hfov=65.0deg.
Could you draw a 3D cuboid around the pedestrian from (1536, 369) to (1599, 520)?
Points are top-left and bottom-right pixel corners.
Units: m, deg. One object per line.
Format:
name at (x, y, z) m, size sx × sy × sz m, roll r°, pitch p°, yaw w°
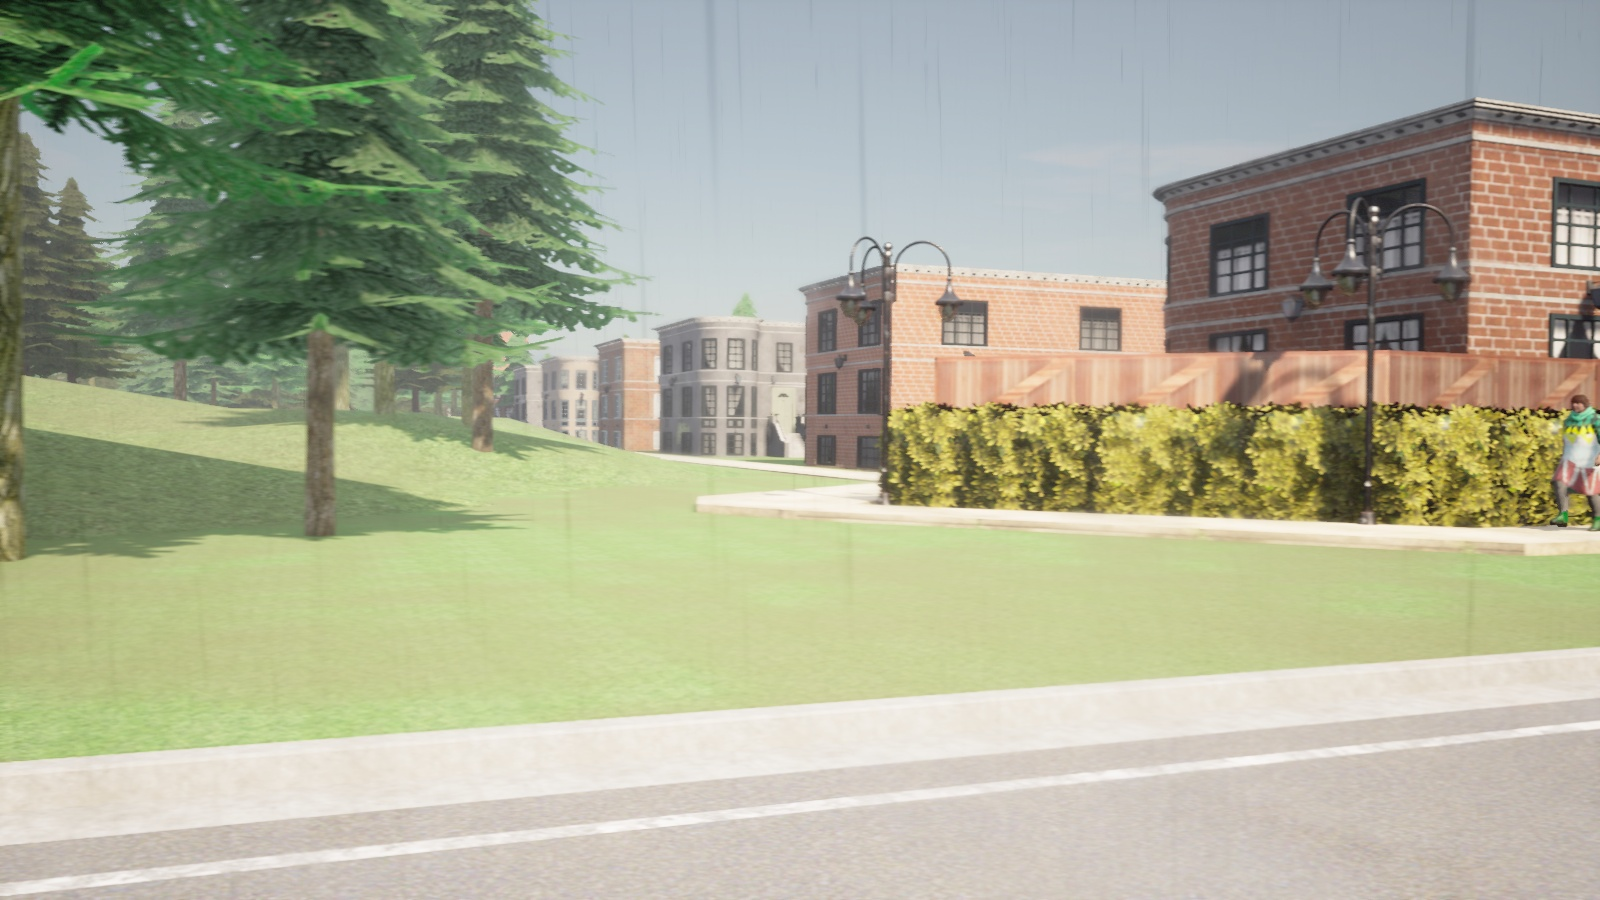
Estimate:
pedestrian at (10.393, -0.077, 16.694) m, size 0.873 × 1.952 × 0.659 m, roll -1°, pitch 1°, yaw -22°
